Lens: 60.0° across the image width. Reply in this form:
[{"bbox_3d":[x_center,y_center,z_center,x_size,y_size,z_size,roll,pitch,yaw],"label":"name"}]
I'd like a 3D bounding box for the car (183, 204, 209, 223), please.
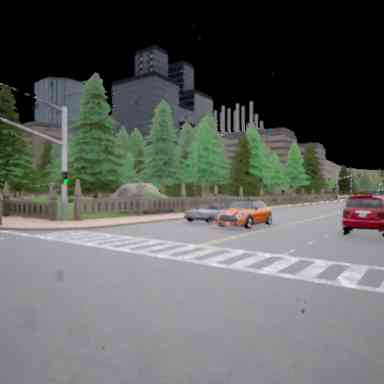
[{"bbox_3d":[1.407,1.507,24.522,1.895,1.301,4.718,1,0,35],"label":"car"}]

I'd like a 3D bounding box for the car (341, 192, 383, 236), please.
[{"bbox_3d":[9.759,1.204,18.026,2.150,2.045,5.566,1,0,37],"label":"car"}]

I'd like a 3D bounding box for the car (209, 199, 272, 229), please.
[{"bbox_3d":[3.370,1.284,21.232,2.097,1.767,4.553,1,0,35],"label":"car"}]
